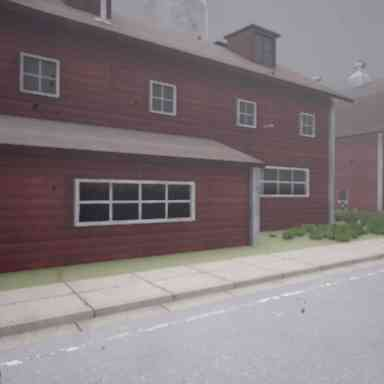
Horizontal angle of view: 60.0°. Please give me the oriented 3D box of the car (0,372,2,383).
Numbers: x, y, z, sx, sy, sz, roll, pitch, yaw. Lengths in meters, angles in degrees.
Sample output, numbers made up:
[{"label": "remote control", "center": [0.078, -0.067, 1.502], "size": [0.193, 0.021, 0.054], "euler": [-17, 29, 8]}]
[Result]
[{"label": "car", "center": [-3.595, 1.584, 1.581], "size": [4.718, 1.301, 1.895], "euler": [0, 0, -34]}]
